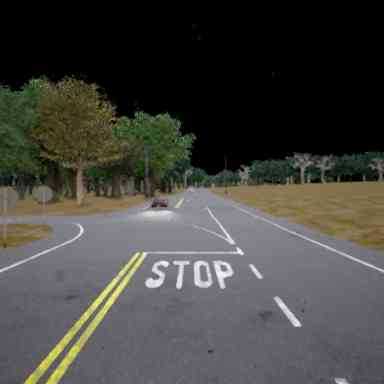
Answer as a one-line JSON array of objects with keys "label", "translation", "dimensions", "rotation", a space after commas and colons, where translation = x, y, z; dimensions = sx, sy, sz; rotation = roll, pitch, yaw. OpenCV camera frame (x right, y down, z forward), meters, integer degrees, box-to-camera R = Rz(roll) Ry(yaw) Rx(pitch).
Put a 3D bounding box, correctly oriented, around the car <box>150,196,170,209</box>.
[{"label": "car", "translation": [-3.517, 1.169, 37.247], "dimensions": [1.895, 1.301, 4.718], "rotation": [0, 1, 0]}]
